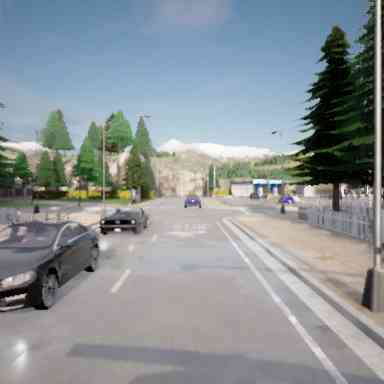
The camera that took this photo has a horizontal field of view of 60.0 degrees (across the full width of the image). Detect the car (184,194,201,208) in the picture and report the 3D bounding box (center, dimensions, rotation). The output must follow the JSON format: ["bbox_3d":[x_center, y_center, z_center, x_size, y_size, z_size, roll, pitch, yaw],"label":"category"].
[{"bbox_3d":[0.094,1.080,42.471,2.097,1.767,4.553,0,0,0],"label":"car"}]

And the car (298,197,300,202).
[{"bbox_3d":[17.004,1.020,56.996,1.970,1.475,3.806,0,0,0],"label":"car"}]

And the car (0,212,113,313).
[{"bbox_3d":[-3.581,1.442,7.796,2.128,1.511,4.902,0,0,0],"label":"car"}]

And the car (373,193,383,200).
[{"bbox_3d":[39.096,0.864,67.730,2.007,1.523,4.514,0,0,0],"label":"car"}]

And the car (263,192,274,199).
[{"bbox_3d":[17.334,0.847,75.659,2.152,1.636,5.027,0,0,0],"label":"car"}]

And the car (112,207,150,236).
[{"bbox_3d":[-3.509,1.486,17.957,1.895,1.301,4.718,0,0,0],"label":"car"}]

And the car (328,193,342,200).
[{"bbox_3d":[29.104,0.885,67.870,1.845,1.501,3.633,0,0,0],"label":"car"}]

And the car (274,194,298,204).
[{"bbox_3d":[13.952,1.056,49.605,1.845,1.501,3.633,0,0,0],"label":"car"}]

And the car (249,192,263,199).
[{"bbox_3d":[14.196,0.856,75.637,2.007,1.523,4.514,0,0,0],"label":"car"}]
